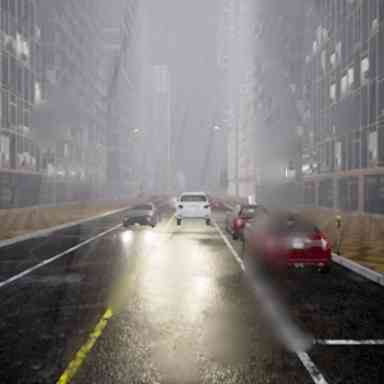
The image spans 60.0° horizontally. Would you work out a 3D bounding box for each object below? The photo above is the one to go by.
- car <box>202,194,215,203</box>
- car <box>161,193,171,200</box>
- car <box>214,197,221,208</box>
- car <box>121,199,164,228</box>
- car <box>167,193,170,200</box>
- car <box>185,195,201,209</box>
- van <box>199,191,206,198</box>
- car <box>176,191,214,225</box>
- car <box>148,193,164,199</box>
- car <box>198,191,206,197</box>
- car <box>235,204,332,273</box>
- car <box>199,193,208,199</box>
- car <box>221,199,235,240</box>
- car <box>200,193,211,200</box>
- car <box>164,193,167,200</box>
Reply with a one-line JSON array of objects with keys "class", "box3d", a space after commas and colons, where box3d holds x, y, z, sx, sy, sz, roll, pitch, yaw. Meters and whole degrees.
[{"class": "car", "box3d": [2.682, 1.079, 55.917, 1.947, 1.339, 4.313, 0, 1, 0]}, {"class": "car", "box3d": [-5.701, 0.915, 73.000, 1.947, 1.339, 4.313, 0, 1, 0]}, {"class": "car", "box3d": [2.685, 1.216, 38.841, 1.887, 1.381, 4.507, 0, 1, 0]}, {"class": "car", "box3d": [-3.004, 1.374, 20.868, 2.033, 1.411, 5.357, 0, 0, 0]}, {"class": "car", "box3d": [-5.700, 0.949, 67.307, 1.887, 1.381, 4.507, 0, 1, 0]}, {"class": "car", "box3d": [0.093, 1.178, 40.886, 1.812, 1.442, 4.674, 0, 1, 0]}, {"class": "van", "box3d": [2.679, 0.577, 84.376, 1.690, 1.788, 3.998, 0, 1, 0]}, {"class": "car", "box3d": [0.097, 1.033, 22.752, 2.150, 2.045, 5.566, 0, 1, 0]}, {"class": "car", "box3d": [-5.697, 1.111, 50.230, 1.887, 1.381, 4.507, 0, 1, 0]}, {"class": "car", "box3d": [2.678, 0.619, 90.068, 1.967, 1.590, 4.097, 0, 1, 0]}, {"class": "car", "box3d": [2.690, 1.354, 10.379, 1.967, 1.590, 4.097, 0, 0, 0]}, {"class": "car", "box3d": [2.679, 0.859, 78.685, 1.947, 1.339, 4.313, 0, 1, 0]}, {"class": "car", "box3d": [2.689, 1.307, 16.070, 1.967, 1.590, 4.097, 0, 0, 0]}, {"class": "car", "box3d": [2.681, 0.970, 67.301, 1.947, 1.339, 4.313, 0, 1, 0]}, {"class": "car", "box3d": [-5.698, 1.095, 55.924, 1.802, 1.307, 4.206, 0, 1, 0]}]
